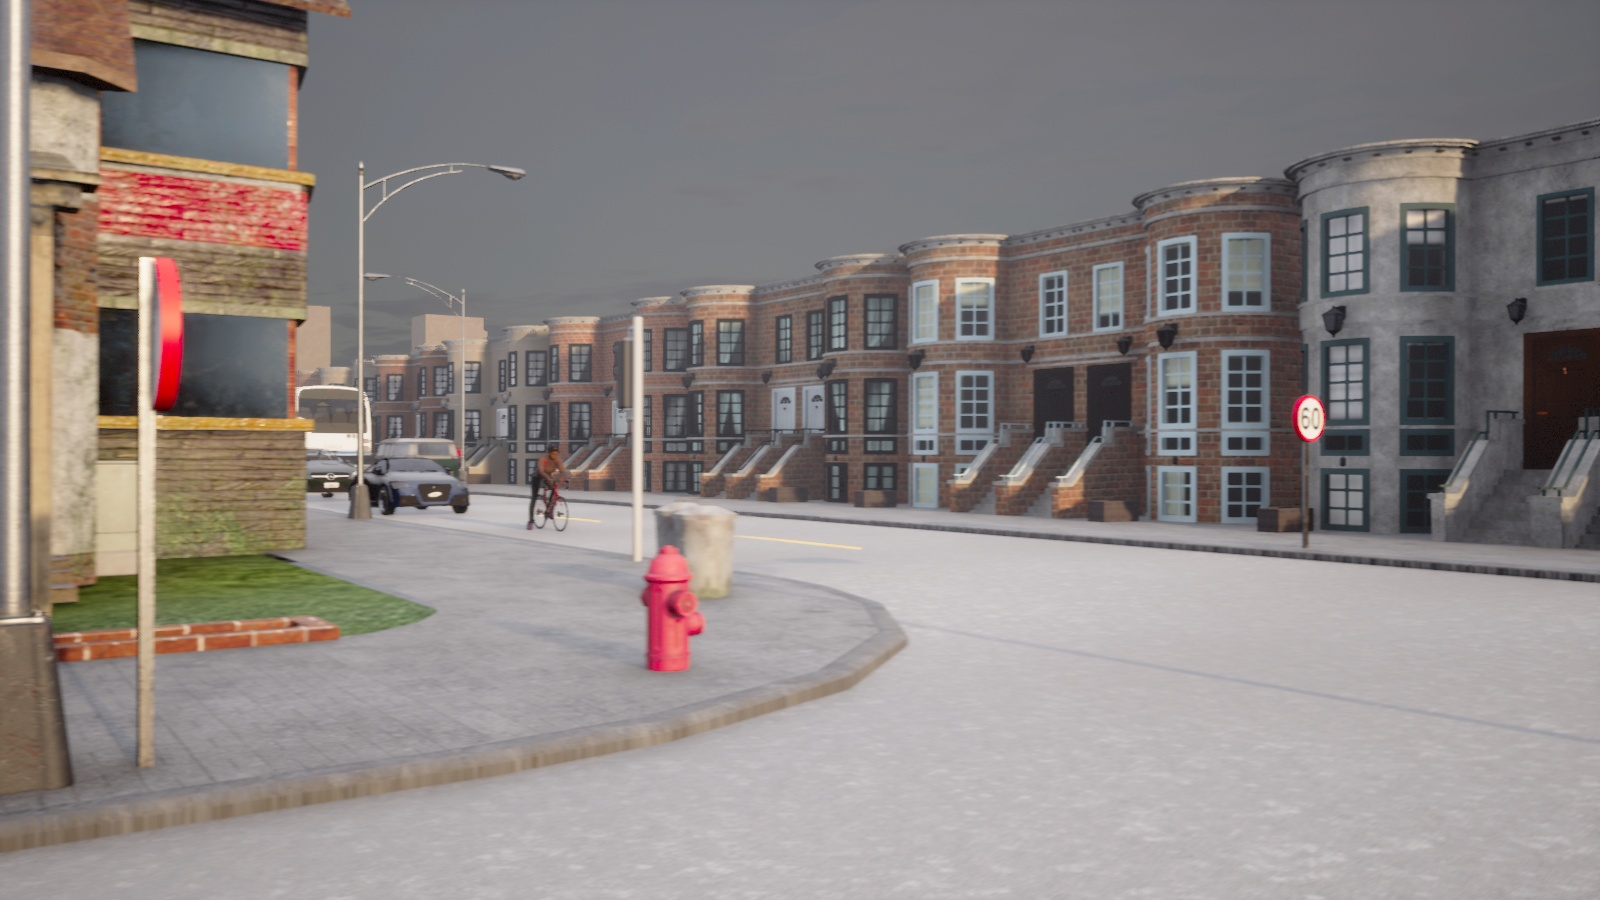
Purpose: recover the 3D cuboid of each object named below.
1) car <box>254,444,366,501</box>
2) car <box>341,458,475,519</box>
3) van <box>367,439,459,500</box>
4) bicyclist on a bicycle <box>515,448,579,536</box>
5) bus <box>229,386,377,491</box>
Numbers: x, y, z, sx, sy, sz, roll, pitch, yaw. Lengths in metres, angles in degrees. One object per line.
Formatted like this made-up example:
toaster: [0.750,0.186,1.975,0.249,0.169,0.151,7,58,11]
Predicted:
car: [-15.289,0.651,39.010,2.152,1.651,5.027,0,0,-35]
car: [-9.760,0.905,31.052,1.994,1.385,4.181,0,0,-35]
van: [-13.396,0.631,43.294,1.775,1.987,4.442,0,0,-35]
bicyclist on a bicycle: [-4.849,0.766,23.990,0.582,1.620,1.656,0,0,-35]
bus: [-22.494,-0.447,56.388,3.944,4.253,10.273,0,0,-35]
